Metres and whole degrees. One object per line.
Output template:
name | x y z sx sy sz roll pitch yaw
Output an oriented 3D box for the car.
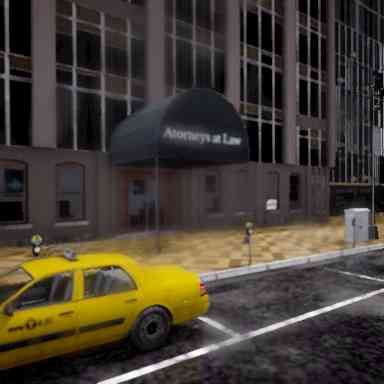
car | -1.994 1.534 4.690 4.829 1.417 1.752 1 -1 -36
